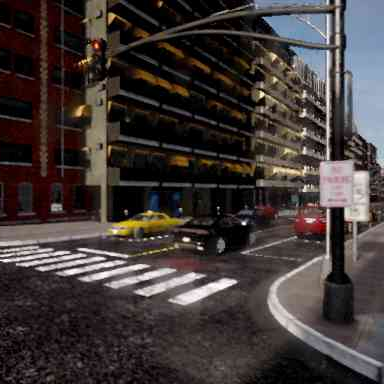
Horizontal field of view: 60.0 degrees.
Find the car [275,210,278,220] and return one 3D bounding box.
[{"bbox_3d":[7.190,2.137,33.506,1.887,1.381,4.507,-1,-2,35],"label":"car"}]

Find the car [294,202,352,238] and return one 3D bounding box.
[{"bbox_3d":[7.565,1.701,19.496,2.192,1.841,5.009,-1,-2,35],"label":"car"}]

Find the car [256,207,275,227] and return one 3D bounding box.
[{"bbox_3d":[4.205,1.995,24.703,1.994,1.385,4.181,0,-1,35],"label":"car"}]

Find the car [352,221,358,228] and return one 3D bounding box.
[{"bbox_3d":[10.814,2.033,24.129,1.887,1.381,4.507,-1,-2,35],"label":"car"}]

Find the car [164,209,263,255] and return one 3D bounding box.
[{"bbox_3d":[1.168,1.728,14.825,1.882,1.535,5.008,0,-1,34],"label":"car"}]

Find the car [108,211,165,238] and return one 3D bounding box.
[{"bbox_3d":[-2.653,1.808,19.449,1.752,1.417,4.829,-1,-2,35],"label":"car"}]

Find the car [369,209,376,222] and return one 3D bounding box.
[{"bbox_3d":[17.311,2.272,33.407,1.802,1.307,4.206,-1,-2,35],"label":"car"}]

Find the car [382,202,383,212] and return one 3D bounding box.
[{"bbox_3d":[33.551,2.508,56.609,2.192,1.841,5.009,-1,-2,35],"label":"car"}]

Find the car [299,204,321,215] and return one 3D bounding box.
[{"bbox_3d":[16.837,2.418,47.285,1.752,1.417,4.829,-1,-2,35],"label":"car"}]

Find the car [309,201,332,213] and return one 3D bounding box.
[{"bbox_3d":[20.183,2.312,52.069,2.192,1.841,5.009,-1,-2,35],"label":"car"}]
